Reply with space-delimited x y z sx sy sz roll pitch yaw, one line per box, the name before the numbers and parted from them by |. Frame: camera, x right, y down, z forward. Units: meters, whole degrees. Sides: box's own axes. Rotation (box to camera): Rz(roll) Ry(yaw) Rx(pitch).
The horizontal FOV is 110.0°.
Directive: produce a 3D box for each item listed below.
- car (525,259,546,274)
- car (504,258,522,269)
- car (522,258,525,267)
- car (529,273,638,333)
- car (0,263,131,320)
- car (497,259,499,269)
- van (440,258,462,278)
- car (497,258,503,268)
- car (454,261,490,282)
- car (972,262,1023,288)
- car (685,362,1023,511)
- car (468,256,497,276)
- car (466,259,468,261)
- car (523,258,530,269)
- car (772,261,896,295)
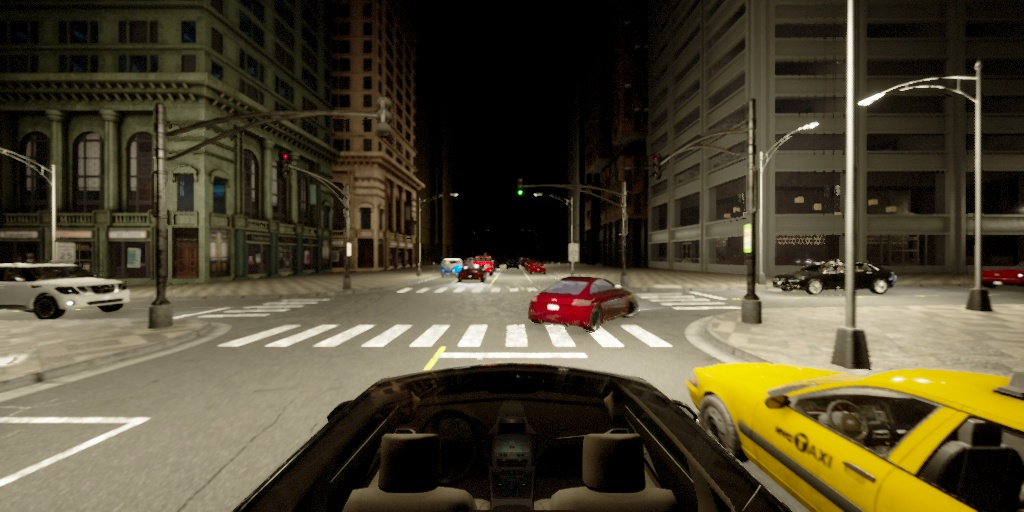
car | 2.788 1.330 40.006 1.888 1.381 4.507 0 0 0
car | 0.113 1.372 56.333 1.994 1.385 4.181 0 0 0
car | 2.788 1.345 51.057 1.888 1.381 4.507 0 0 0
car | 2.314 1.314 11.105 1.994 1.385 4.181 1 1 37
car | -18.076 1.271 13.734 5.566 2.045 2.150 -1 0 4
car | -3.074 1.397 48.037 1.895 1.301 4.718 0 0 0
van | -5.770 1.119 34.501 1.690 1.789 3.998 0 0 0
car | -3.022 1.374 58.117 1.994 1.385 4.181 0 0 2
car | -3.085 1.336 28.604 1.994 1.385 4.181 0 0 1
car | 24.834 0.911 16.724 4.718 1.301 1.895 -1 0 0
car | 2.769 1.276 2.083 1.751 1.417 4.829 0 0 0
car | -3.093 1.004 38.231 2.150 2.045 5.566 0 0 0
car | -5.767 1.330 40.026 1.888 1.381 4.507 0 0 0
car | 2.788 1.337 45.531 1.888 1.381 4.507 0 0 0
car | 14.914 0.981 16.765 4.892 1.490 1.837 -1 0 0
